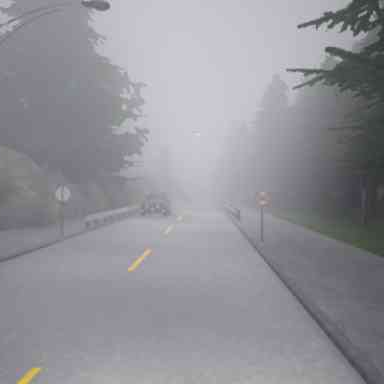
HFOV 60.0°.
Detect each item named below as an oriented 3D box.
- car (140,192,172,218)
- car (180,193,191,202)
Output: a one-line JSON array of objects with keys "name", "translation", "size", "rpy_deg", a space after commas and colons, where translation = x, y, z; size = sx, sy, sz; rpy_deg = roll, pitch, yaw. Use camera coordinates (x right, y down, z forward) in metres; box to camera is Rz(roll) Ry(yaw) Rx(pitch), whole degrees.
[{"name": "car", "translation": [-3.027, 1.052, 29.045], "size": [2.150, 2.045, 5.566], "rpy_deg": [1, 0, 2]}, {"name": "car", "translation": [-1.303, 1.070, 67.525], "size": [2.097, 1.767, 4.553], "rpy_deg": [2, -1, 2]}]
